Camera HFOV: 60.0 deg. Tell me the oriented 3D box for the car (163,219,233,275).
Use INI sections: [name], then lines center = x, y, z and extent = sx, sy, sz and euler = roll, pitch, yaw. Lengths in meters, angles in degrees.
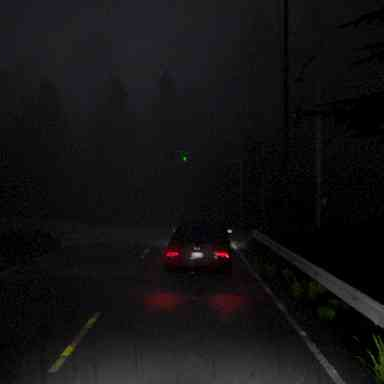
[car]
center = 0.289, 1.557, 10.457
extent = 2.033, 1.411, 5.357
euler = 0, 0, 4
